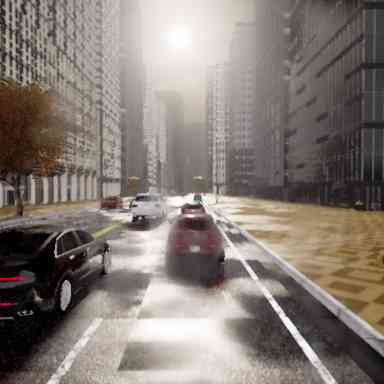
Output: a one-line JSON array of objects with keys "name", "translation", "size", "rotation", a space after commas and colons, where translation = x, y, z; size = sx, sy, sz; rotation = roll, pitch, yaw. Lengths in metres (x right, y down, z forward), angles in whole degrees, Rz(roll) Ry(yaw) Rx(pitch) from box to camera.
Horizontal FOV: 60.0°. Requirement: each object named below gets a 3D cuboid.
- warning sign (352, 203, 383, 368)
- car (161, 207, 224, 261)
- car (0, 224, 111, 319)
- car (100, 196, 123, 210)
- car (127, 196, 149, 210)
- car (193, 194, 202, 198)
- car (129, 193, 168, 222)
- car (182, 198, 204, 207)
[{"name": "warning sign", "translation": [2.866, 1.097, 4.027], "size": [1.300, 1.860, 1.060], "rotation": [1, 1, 0]}, {"name": "car", "translation": [0.097, 1.470, 11.970], "size": [1.812, 1.442, 4.674], "rotation": [0, 0, 0]}, {"name": "car", "translation": [-3.173, 1.472, 7.379], "size": [1.837, 1.490, 4.892], "rotation": [0, 1, 0]}, {"name": "car", "translation": [-9.818, 1.293, 40.762], "size": [1.882, 1.535, 5.008], "rotation": [0, 0, 0]}, {"name": "car", "translation": [-6.566, 1.320, 41.052], "size": [1.837, 1.490, 4.892], "rotation": [0, 0, 0]}, {"name": "car", "translation": [1.172, 1.161, 70.055], "size": [1.882, 1.535, 5.008], "rotation": [0, 0, 0]}, {"name": "car", "translation": [-3.146, 1.106, 25.569], "size": [2.150, 2.045, 5.566], "rotation": [0, 0, 0]}, {"name": "car", "translation": [0.106, 1.436, 28.259], "size": [1.994, 1.385, 4.181], "rotation": [0, 0, 0]}]
